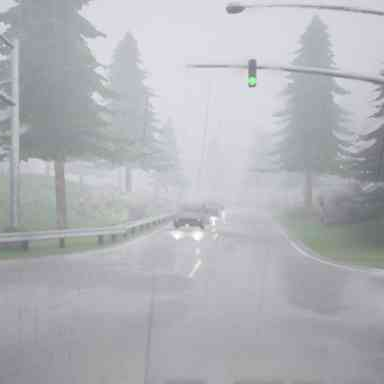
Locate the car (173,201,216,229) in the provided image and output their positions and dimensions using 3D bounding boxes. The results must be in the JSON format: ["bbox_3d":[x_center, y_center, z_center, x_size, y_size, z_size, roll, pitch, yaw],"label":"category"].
[{"bbox_3d":[0.130,1.549,21.930,2.033,1.411,5.357,0,0,9],"label":"car"}]

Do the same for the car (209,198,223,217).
[{"bbox_3d":[1.624,1.565,31.739,1.994,1.385,4.181,0,0,9],"label":"car"}]
